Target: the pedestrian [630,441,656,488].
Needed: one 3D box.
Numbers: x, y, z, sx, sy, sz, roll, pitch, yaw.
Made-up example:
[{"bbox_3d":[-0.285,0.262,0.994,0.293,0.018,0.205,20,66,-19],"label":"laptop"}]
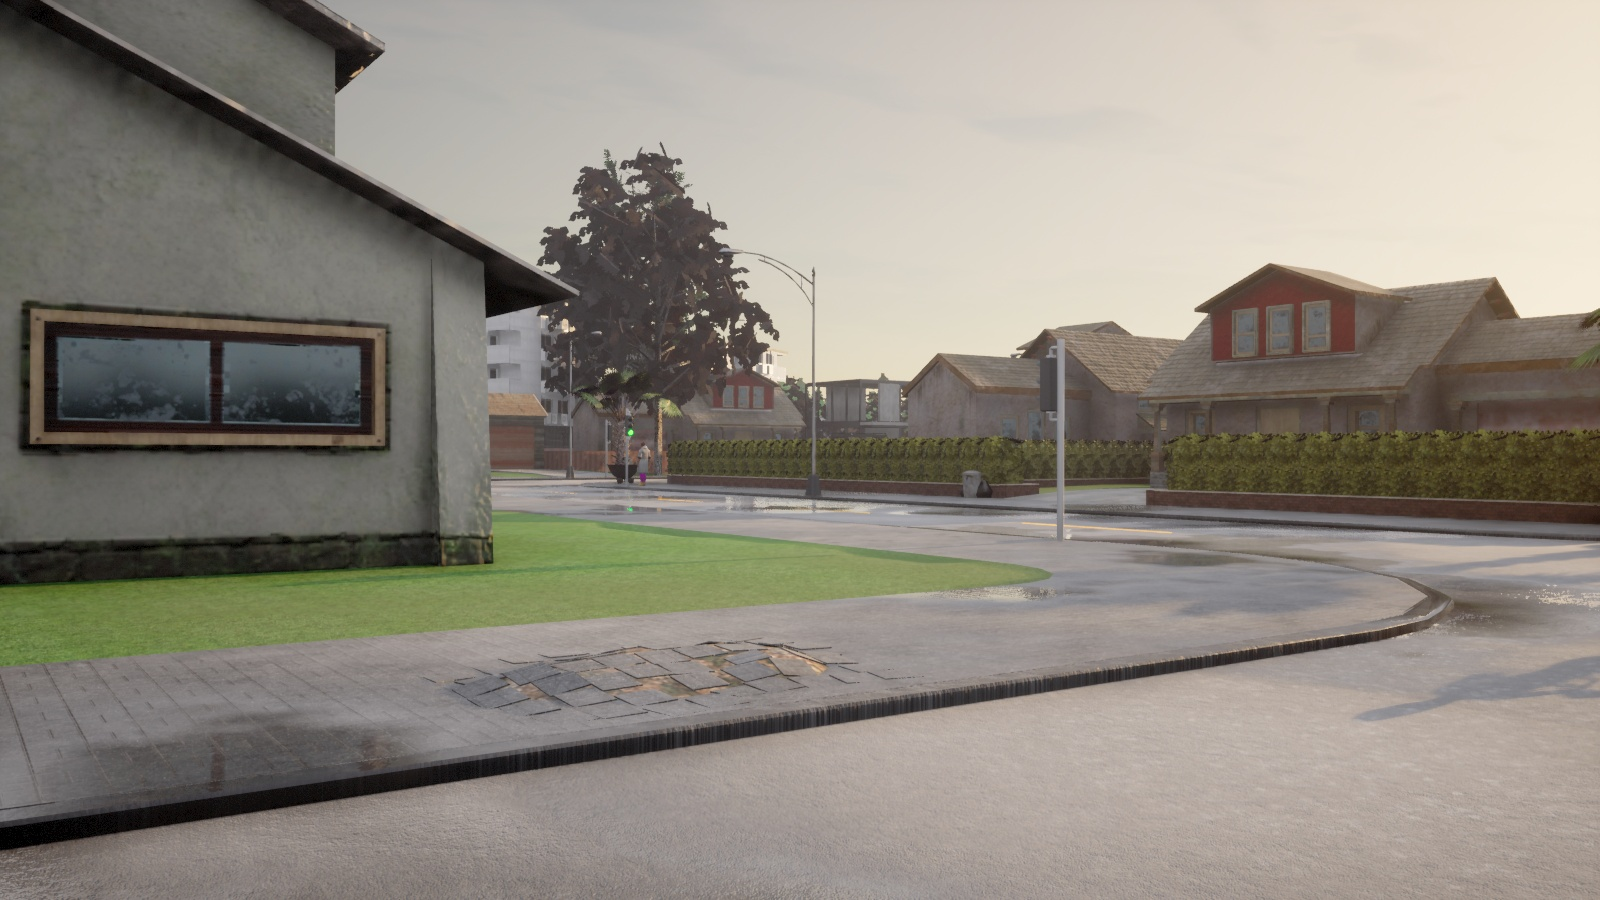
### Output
[{"bbox_3d":[-6.603,0.598,52.738,0.873,1.952,0.659,0,0,35],"label":"pedestrian"}]
